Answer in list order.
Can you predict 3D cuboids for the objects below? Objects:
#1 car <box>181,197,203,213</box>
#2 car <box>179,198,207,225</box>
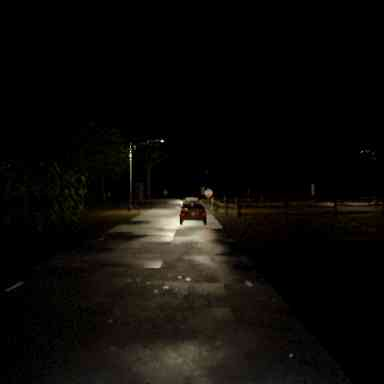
[{"bbox_3d":[-0.001,1.325,35.324,2.163,1.488,4.792,0,0,-1],"label":"car"},{"bbox_3d":[0.081,1.330,23.090,1.801,1.575,5.366,0,0,0],"label":"car"}]
